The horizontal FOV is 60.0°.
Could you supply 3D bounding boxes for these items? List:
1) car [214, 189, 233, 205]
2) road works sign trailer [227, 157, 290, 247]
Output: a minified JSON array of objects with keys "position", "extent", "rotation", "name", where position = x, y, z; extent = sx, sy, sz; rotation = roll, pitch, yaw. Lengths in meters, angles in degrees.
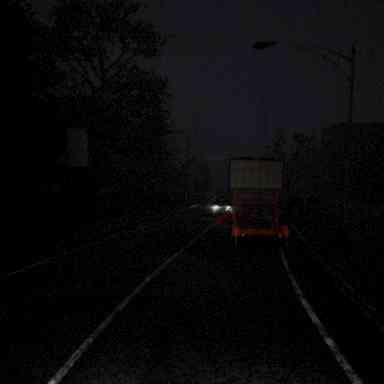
[{"position":[4.231,0.624,44.188],"extent":[2.150,2.045,5.566],"rotation":[1,1,11],"name":"car"},{"position":[2.686,0.319,14.276],"extent":[2.380,3.560,2.880],"rotation":[1,0,-3],"name":"road works sign trailer"}]
